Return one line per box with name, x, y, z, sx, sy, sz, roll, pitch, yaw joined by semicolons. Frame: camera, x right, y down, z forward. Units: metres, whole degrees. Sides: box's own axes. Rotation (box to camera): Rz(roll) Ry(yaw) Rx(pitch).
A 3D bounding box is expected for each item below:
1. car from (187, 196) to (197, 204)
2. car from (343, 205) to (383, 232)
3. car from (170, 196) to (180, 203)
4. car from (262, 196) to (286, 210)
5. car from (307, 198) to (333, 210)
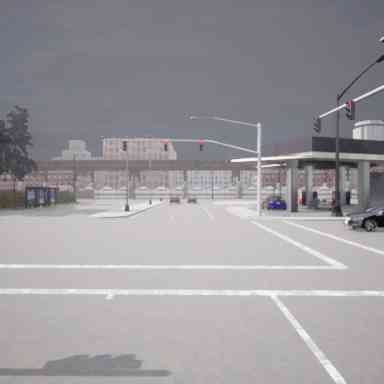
car;0.015;1.541;64.301;2.033;1.411;5.357;0;0;0
car;11.438;1.490;19.439;4.902;1.511;2.128;0;0;-1
car;-3.383;1.485;66.222;2.128;1.511;4.902;0;0;0
car;9.719;1.291;39.623;2.242;1.667;4.611;0;0;0
car;15.464;1.452;40.384;1.970;1.475;3.806;0;0;0
